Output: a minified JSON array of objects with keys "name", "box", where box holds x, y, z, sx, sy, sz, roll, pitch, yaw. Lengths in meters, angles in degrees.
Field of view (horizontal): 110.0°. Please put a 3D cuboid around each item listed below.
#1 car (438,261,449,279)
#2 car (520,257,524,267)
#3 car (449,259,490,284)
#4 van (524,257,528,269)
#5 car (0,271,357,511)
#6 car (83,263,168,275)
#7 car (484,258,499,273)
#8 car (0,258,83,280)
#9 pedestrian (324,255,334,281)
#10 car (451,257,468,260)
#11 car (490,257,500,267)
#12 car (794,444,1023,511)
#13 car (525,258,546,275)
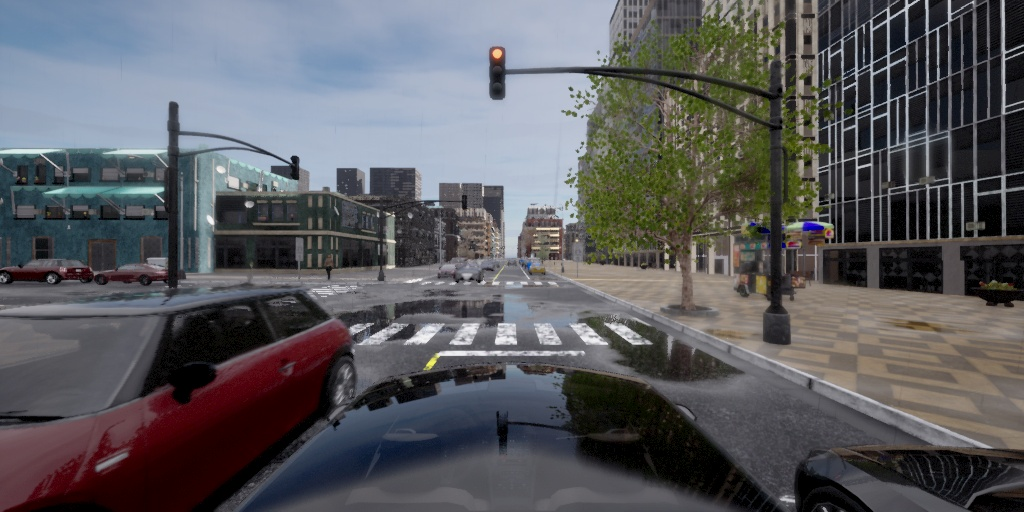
[{"name":"car","box":[-5.691,1.334,32.979,1.802,1.307,4.207,0,0,0]},{"name":"car","box":[2.687,1.305,55.187,2.007,1.370,4.403,0,0,0]},{"name":"car","box":[-3.099,1.244,27.020,2.128,1.511,4.902,0,0,0]},{"name":"van","box":[2.688,1.094,44.085,1.690,1.789,3.998,0,0,0]},{"name":"car","box":[-3.099,1.101,2.820,2.097,1.767,4.553,0,0,0]},{"name":"car","box":[-22.822,1.090,21.892,4.207,1.307,1.802,0,0,-1]},{"name":"car","box":[-3.098,1.301,44.228,2.033,1.411,5.357,0,0,0]},{"name":"car","box":[-28.370,0.879,21.814,4.097,1.591,1.967,0,0,-1]},{"name":"pedestrian","box":[-12.751,0.788,24.984,0.375,1.860,0.375,0,-1,-1]},{"name":"car","box":[-5.692,1.067,38.530,2.192,1.841,5.009,0,0,0]},{"name":"car","box":[-3.073,1.319,59.542,1.994,1.385,4.181,0,0,0]},{"name":"car","box":[2.691,1.316,0.504,1.948,1.339,4.313,0,0,0]},{"name":"car","box":[2.689,1.278,38.703,1.751,1.417,4.829,0,0,0]}]
